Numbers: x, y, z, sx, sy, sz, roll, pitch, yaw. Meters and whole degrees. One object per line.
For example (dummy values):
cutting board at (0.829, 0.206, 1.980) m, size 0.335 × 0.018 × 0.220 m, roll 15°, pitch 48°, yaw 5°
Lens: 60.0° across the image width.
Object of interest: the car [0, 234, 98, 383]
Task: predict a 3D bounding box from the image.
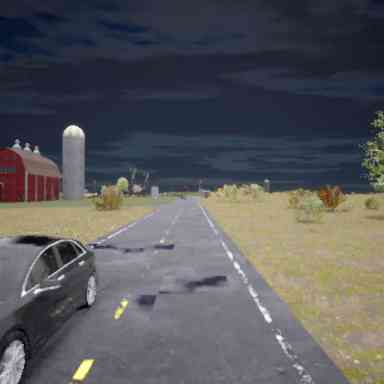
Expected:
car at (-2.852, 1.511, 5.092) m, size 1.837 × 1.490 × 4.892 m, roll 0°, pitch 0°, yaw 0°
